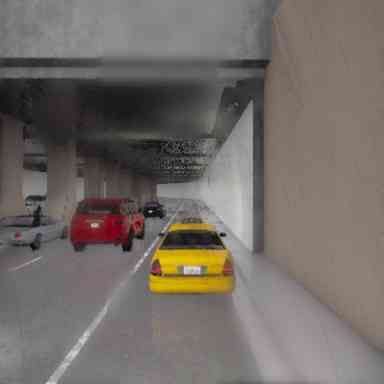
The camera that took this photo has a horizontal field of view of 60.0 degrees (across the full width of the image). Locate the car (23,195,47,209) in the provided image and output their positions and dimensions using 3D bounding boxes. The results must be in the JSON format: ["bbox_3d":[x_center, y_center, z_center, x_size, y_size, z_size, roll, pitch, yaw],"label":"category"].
[{"bbox_3d":[-17.395,1.327,37.249,2.150,2.045,5.566,0,0,0],"label":"car"}]

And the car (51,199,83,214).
[{"bbox_3d":[-13.895,1.561,37.279,1.837,1.490,4.892,0,0,0],"label":"car"}]

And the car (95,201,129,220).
[{"bbox_3d":[-6.895,1.573,29.279,1.994,1.385,4.181,0,0,0],"label":"car"}]

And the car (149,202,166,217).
[{"bbox_3d":[-3.395,1.573,29.279,1.994,1.385,4.181,0,0,0],"label":"car"}]

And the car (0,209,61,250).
[{"bbox_3d":[-6.895,1.617,14.309,1.895,1.301,4.718,0,0,0],"label":"car"}]

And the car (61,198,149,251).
[{"bbox_3d":[-3.395,1.258,14.309,2.150,2.045,5.566,0,0,0],"label":"car"}]

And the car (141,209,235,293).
[{"bbox_3d":[0.005,1.456,8.840,1.801,1.575,5.366,0,0,0],"label":"car"}]
